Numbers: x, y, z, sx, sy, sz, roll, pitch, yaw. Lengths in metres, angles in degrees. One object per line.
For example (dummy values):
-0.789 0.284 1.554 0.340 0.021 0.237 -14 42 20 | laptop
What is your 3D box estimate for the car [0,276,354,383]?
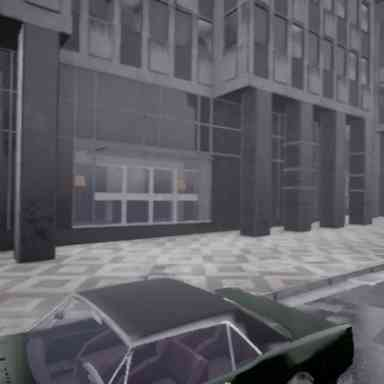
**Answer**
-0.697 1.601 2.880 4.718 1.301 1.895 0 0 -35 | car
